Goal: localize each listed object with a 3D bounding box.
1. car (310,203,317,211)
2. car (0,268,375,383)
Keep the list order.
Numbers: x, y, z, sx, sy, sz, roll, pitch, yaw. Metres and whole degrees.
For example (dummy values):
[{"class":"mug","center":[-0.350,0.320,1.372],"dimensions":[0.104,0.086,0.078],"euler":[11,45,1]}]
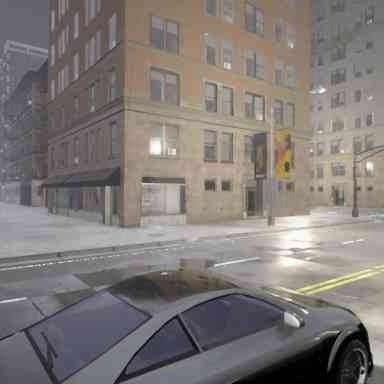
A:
[{"class":"car","center":[12.587,1.484,40.054],"dimensions":[1.837,1.490,4.892],"euler":[0,0,-36]},{"class":"car","center":[0.109,1.564,3.536],"dimensions":[4.181,1.385,1.994],"euler":[0,0,-36]}]
